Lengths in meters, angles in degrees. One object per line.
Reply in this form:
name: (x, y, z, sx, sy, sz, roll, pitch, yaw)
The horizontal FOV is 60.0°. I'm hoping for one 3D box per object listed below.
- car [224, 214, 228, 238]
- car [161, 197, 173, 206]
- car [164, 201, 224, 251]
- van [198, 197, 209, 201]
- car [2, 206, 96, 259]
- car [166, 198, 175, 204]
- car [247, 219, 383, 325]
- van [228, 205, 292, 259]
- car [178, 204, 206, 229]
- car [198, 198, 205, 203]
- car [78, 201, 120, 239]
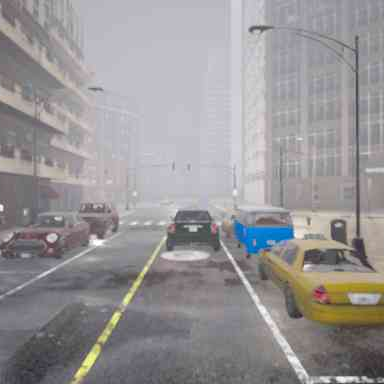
car: (2.558, 1.635, 18.333, 1.752, 1.417, 4.829, 0, 0, 0)
car: (-5.352, 1.989, 66.982, 1.752, 1.417, 4.829, 0, 0, 0)
car: (0.055, 1.438, 14.579, 2.097, 1.767, 4.553, 0, 0, 0)
van: (2.529, 1.806, 67.158, 1.690, 1.788, 3.998, 0, 0, 0)
car: (-5.317, 1.514, 12.617, 1.967, 1.590, 4.097, 0, 0, 0)
car: (-5.363, 2.176, 83.809, 1.947, 1.339, 4.313, 0, -1, 0)
car: (2.565, 1.567, 7.263, 1.752, 1.417, 4.829, 0, 0, 0)
van: (2.563, 1.415, 12.628, 1.690, 1.788, 3.998, 0, 0, 0)
car: (-0.015, 1.671, 23.893, 1.812, 1.442, 4.674, 0, 0, 0)
car: (2.515, 2.206, 89.365, 1.887, 1.381, 4.507, 0, -1, 0)
car: (-5.320, 1.424, 18.153, 2.192, 1.841, 5.009, 0, 0, 0)
